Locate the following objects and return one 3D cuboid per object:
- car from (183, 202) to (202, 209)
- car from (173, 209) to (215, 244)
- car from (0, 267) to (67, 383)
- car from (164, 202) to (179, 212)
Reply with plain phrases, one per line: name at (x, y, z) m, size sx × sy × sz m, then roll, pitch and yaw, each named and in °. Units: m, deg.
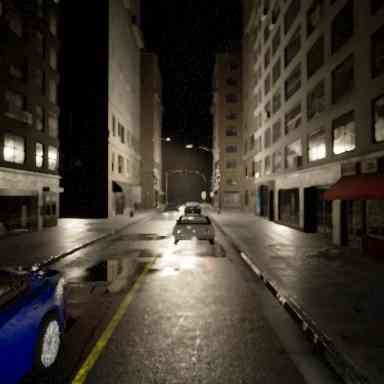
car at (0.076, 1.880, 36.918) m, size 2.128 × 1.511 × 4.902 m, roll 0°, pitch -1°, yaw 0°
car at (0.088, 1.772, 16.721) m, size 1.895 × 1.301 × 4.718 m, roll 0°, pitch -1°, yaw 0°
car at (-2.751, 1.508, 2.857) m, size 1.882 × 1.535 × 5.008 m, roll 0°, pitch -1°, yaw 0°
car at (-2.780, 2.069, 45.979) m, size 1.994 × 1.385 × 4.181 m, roll 0°, pitch -1°, yaw 0°
